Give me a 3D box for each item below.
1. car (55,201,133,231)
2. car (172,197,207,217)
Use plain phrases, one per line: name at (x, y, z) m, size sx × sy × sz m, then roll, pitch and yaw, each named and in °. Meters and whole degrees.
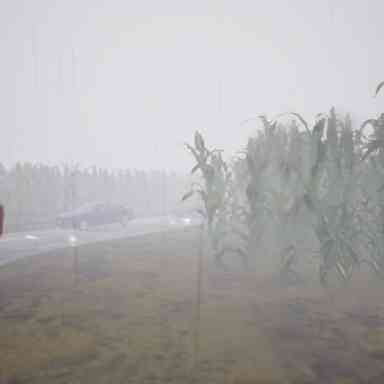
car at (-5.748, 1.353, 20.019) m, size 1.882 × 1.535 × 5.008 m, roll -1°, pitch 1°, yaw 35°
car at (0.279, 1.223, 28.468) m, size 1.837 × 1.490 × 4.892 m, roll -1°, pitch 1°, yaw 35°
